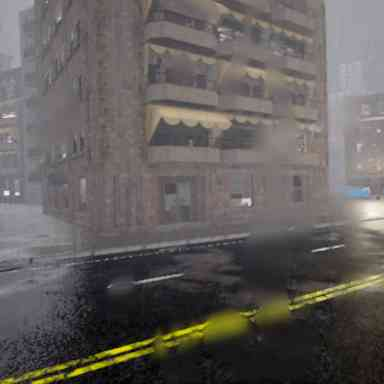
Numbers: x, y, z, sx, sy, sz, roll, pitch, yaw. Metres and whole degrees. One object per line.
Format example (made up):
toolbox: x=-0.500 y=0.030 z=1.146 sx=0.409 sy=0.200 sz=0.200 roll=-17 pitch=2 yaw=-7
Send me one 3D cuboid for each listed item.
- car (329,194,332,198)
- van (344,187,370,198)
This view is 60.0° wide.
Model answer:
car: x=18.963 y=0.443 z=50.502 sx=4.206 sy=1.307 sz=1.802 roll=0 pitch=0 yaw=25
van: x=27.696 y=0.008 z=55.678 sx=3.998 sy=1.788 sz=1.690 roll=0 pitch=0 yaw=25
